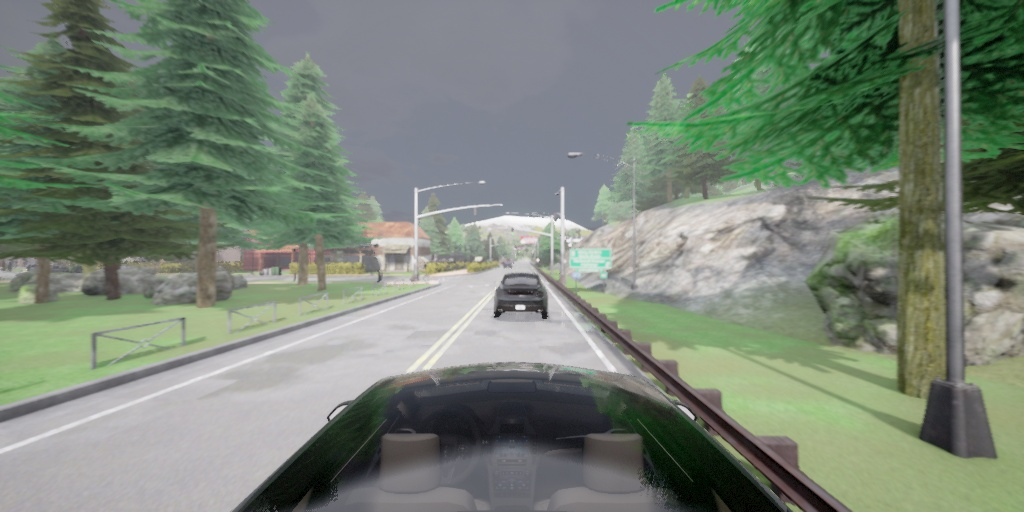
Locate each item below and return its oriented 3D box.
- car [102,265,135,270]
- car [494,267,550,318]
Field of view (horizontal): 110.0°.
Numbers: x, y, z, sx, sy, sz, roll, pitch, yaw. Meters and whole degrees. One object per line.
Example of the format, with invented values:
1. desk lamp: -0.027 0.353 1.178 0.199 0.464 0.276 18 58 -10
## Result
1. car: -45.680 1.750 41.680 4.674 1.442 1.812 -1 -1 13
2. car: 0.371 1.369 13.636 1.837 1.490 4.892 0 0 3
